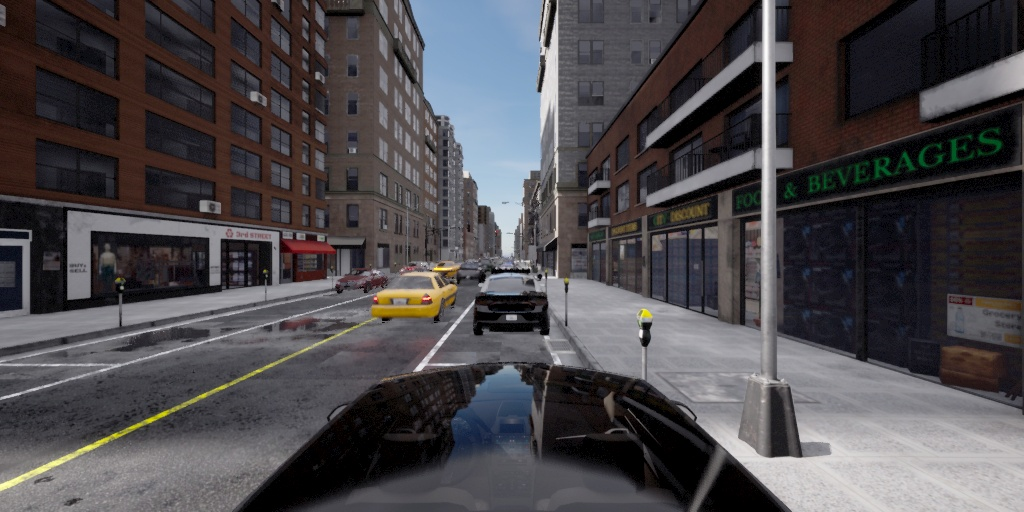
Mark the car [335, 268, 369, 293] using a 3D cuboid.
[{"bbox_3d":[-8.408,1.332,20.388,1.802,1.307,4.207,0,0,0],"label":"car"}]

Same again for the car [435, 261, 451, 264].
[{"bbox_3d":[-5.860,1.228,32.306,1.882,1.535,5.008,0,0,0],"label":"car"}]

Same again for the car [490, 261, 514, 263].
[{"bbox_3d":[-0.383,1.300,25.913,2.007,1.370,4.403,0,0,0],"label":"car"}]

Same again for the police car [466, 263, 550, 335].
[{"bbox_3d":[-0.012,1.175,10.610,1.930,1.638,5.238,0,0,0],"label":"police car"}]

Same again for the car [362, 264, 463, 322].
[{"bbox_3d":[-3.021,1.206,12.212,1.801,1.575,5.366,0,0,0],"label":"car"}]

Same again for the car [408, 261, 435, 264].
[{"bbox_3d":[-8.408,1.190,31.425,1.967,1.591,4.097,0,0,0],"label":"car"}]

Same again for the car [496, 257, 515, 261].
[{"bbox_3d":[-0.383,1.190,36.951,1.967,1.591,4.097,0,0,0],"label":"car"}]

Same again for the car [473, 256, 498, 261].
[{"bbox_3d":[-2.943,1.102,41.122,2.097,1.767,4.553,0,0,0],"label":"car"}]

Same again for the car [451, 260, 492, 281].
[{"bbox_3d":[-2.944,1.237,26.716,2.128,1.511,4.902,0,-1,0],"label":"car"}]
